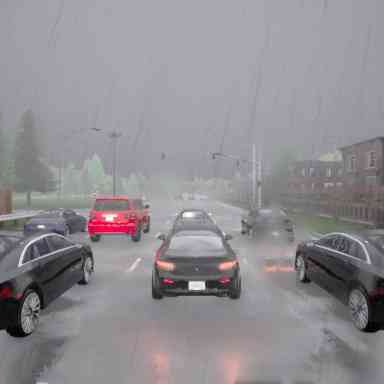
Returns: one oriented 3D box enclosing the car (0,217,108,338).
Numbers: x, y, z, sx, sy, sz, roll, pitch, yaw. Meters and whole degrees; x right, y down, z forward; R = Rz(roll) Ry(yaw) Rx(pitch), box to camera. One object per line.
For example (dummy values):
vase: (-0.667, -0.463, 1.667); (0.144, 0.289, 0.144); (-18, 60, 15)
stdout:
car: (-3.416, 1.491, 6.598); (2.128, 1.511, 4.902); (0, 0, 0)

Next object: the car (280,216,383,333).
car: (3.585, 1.491, 6.769); (2.128, 1.511, 4.902); (0, 0, 0)

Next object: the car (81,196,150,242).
car: (-3.435, 1.221, 16.541); (2.150, 2.045, 5.566); (0, 0, 0)

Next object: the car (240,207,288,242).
car: (3.561, 1.505, 16.275); (1.837, 1.490, 4.892); (0, 0, 0)

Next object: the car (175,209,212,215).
car: (0.062, 1.564, 17.066); (1.994, 1.385, 4.181); (0, 0, 0)

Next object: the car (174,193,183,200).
car: (-3.622, 1.217, 89.815); (2.150, 2.045, 5.566); (0, 0, 0)

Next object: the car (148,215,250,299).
car: (0.085, 1.526, 8.315); (1.812, 1.442, 4.674); (0, 0, 0)

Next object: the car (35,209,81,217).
car: (-6.936, 1.564, 17.314); (1.994, 1.385, 4.181); (0, 0, 0)

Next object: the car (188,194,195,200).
car: (-0.122, 1.531, 89.790); (2.033, 1.411, 5.357); (0, 0, 0)

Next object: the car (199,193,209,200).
car: (3.378, 1.217, 89.825); (2.150, 2.045, 5.566); (0, 0, 0)

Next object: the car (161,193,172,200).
car: (-7.122, 1.217, 89.810); (2.150, 2.045, 5.566); (0, 0, 0)
